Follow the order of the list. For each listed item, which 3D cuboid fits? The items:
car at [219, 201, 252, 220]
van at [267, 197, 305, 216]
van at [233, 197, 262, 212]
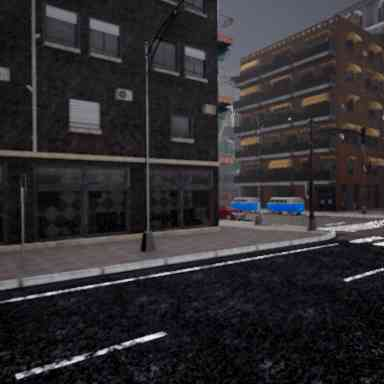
[{"bbox_3d":[2.915,1.764,29.479,1.802,1.307,4.206,-2,0,-36],"label":"car"},{"bbox_3d":[9.648,1.445,34.402,1.690,1.788,3.998,-2,0,-36],"label":"van"},{"bbox_3d":[6.328,1.518,38.915,1.690,1.788,3.998,-2,0,-36],"label":"van"}]
